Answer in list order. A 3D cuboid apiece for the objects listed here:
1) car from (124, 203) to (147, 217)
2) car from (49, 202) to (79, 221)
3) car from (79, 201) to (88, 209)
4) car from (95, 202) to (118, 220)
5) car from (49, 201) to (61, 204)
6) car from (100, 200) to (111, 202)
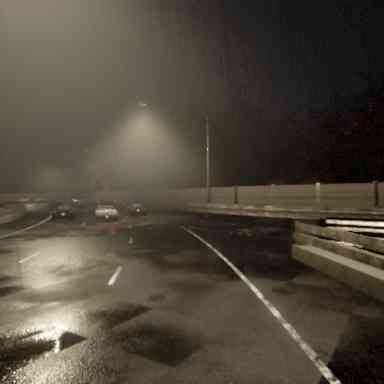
[{"bbox_3d":[-6.303,1.941,36.766,1.994,1.385,4.181,0,-1,-20],"label":"car"},{"bbox_3d":[-11.962,1.933,31.251,1.994,1.385,4.181,0,-1,-17],"label":"car"},{"bbox_3d":[-18.931,2.243,55.965,1.895,1.301,4.718,0,-1,-31],"label":"car"},{"bbox_3d":[-8.168,1.944,31.497,1.895,1.301,4.718,0,-1,-17],"label":"car"},{"bbox_3d":[-22.358,2.182,54.764,1.812,1.442,4.674,0,-1,-31],"label":"car"},{"bbox_3d":[-14.360,2.103,54.872,1.837,1.490,4.892,1,-1,-29],"label":"car"}]
